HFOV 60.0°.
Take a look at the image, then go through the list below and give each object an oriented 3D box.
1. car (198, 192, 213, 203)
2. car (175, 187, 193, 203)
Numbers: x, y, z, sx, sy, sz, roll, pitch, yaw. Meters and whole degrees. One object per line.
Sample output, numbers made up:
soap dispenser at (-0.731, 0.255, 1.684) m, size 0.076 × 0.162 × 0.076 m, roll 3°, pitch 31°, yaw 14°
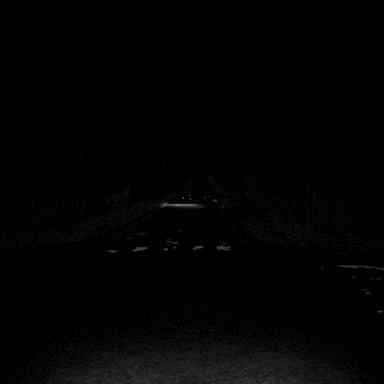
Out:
car at (1.835, 0.685, 45.647) m, size 1.994 × 1.385 × 4.181 m, roll 0°, pitch 2°, yaw 5°
car at (-1.012, 0.358, 45.240) m, size 2.150 × 2.045 × 5.566 m, roll 0°, pitch 2°, yaw 2°
